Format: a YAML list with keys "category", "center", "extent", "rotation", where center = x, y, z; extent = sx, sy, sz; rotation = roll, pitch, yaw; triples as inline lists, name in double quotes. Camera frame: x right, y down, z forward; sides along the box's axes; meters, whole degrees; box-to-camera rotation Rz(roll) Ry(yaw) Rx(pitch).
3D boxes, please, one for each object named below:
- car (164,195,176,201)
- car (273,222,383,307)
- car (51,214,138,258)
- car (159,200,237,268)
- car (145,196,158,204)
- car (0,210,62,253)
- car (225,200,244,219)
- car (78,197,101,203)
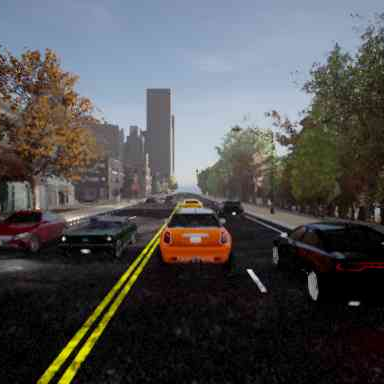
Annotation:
- category: "car"
  center: [-3.870, 1.343, 59.225]
  extent: [1.837, 1.490, 4.892]
  rotation: [0, 0, -1]
- category: "car"
  center: [3.346, 1.452, 8.039]
  extent: [1.882, 1.535, 5.008]
  rotation: [0, 0, 0]
- category: "car"
  center: [-3.356, 1.561, 12.703]
  extent: [1.895, 1.301, 4.718]
  rotation: [0, 0, 0]
- category: "car"
  center: [0.097, 1.317, 11.246]
  extent: [2.097, 1.767, 4.553]
  rotation: [0, 0, 0]
- category: "car"
  center: [-7.120, 1.395, 59.249]
  extent: [1.994, 1.385, 4.181]
  rotation: [0, 0, -1]
- category: "car"
  center: [-6.609, 1.483, 13.633]
  extent: [1.812, 1.442, 4.674]
  rotation: [0, 0, 0]
- category: "car"
  center: [3.234, 1.416, 28.316]
  extent: [1.837, 1.490, 4.892]
  rotation: [0, 0, -1]
- category: "car"
  center: [-20.707, 1.614, 67.123]
  extent: [4.313, 1.339, 1.947]
  rotation: [-1, 1, -1]
